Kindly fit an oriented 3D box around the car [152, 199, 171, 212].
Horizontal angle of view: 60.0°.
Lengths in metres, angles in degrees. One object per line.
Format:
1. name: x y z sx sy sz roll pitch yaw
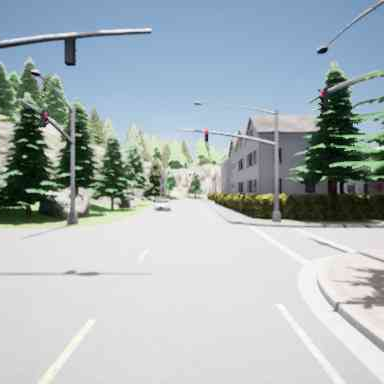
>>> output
1. car: -3.497 1.588 39.759 1.812 1.442 4.674 0 0 0
